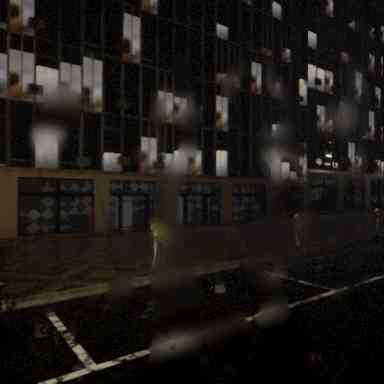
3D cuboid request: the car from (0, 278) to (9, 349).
[{"bbox_3d":[-4.337,1.577,3.455,4.313,1.339,1.947,0,1,-35],"label":"car"}]
